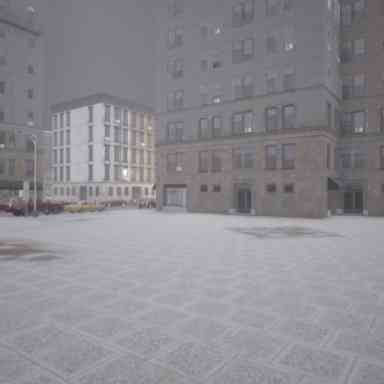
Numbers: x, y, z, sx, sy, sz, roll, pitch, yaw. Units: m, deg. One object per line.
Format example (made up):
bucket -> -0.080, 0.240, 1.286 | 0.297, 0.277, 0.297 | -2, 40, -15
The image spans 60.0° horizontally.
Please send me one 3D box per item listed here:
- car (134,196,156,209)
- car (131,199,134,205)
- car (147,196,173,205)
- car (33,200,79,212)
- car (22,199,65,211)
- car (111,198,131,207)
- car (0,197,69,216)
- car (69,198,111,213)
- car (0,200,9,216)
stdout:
car -> -5.218, 1.468, 44.620 | 1.967, 1.590, 4.097 | 0, 0, 36
car -> -8.528, 1.431, 53.714 | 1.967, 1.590, 4.097 | 0, 0, 36
car -> -5.448, 1.518, 57.952 | 1.752, 1.417, 4.829 | 0, 0, 36
car -> -15.973, 1.598, 39.154 | 1.895, 1.301, 4.718 | 0, 0, 36
car -> -18.070, 1.536, 40.588 | 2.008, 1.369, 4.403 | 0, 0, 36
car -> -11.709, 1.534, 49.339 | 1.887, 1.381, 4.507 | 0, 0, 36
car -> -14.759, 1.338, 31.493 | 2.192, 1.841, 5.009 | 0, 0, 36
car -> -11.479, 1.550, 36.007 | 1.752, 1.417, 4.829 | 0, 0, 36
car -> -17.941, 1.572, 27.118 | 2.008, 1.369, 4.403 | 0, 0, 36
